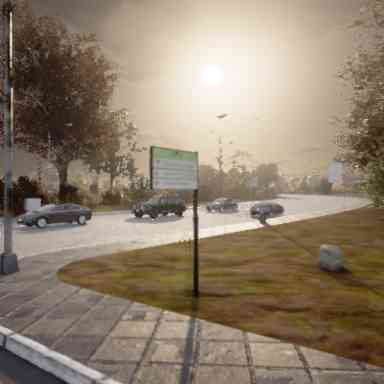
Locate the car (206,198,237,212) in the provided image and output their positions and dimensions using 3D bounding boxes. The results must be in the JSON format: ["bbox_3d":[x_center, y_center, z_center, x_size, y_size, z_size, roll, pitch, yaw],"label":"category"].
[{"bbox_3d":[3.500,1.486,38.572,1.837,1.490,4.892,0,0,37],"label":"car"}]

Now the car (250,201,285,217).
[{"bbox_3d":[7.215,1.550,31.579,1.994,1.385,4.181,0,0,38],"label":"car"}]

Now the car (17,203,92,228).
[{"bbox_3d":[-9.163,1.530,22.541,1.837,1.490,4.892,0,0,39],"label":"car"}]

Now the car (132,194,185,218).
[{"bbox_3d":[-2.916,1.236,30.364,2.150,2.045,5.566,0,0,38],"label":"car"}]
